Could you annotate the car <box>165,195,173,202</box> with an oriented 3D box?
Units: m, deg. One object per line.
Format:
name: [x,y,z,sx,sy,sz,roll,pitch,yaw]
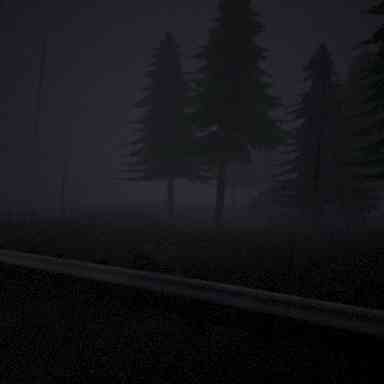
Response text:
car: [-5.966,1.633,84.223,1.882,1.535,5.008,0,0,-5]

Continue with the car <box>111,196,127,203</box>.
car: [-16.610,1.653,73.873,1.882,1.535,5.008,0,0,2]

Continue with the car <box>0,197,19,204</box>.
car: [-38.388,1.794,69.094,1.994,1.385,4.181,0,0,14]

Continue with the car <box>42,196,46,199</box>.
car: [-34.078,1.761,74.722,2.128,1.511,4.902,0,0,6]

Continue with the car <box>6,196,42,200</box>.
car: [-29.977,1.675,59.454,1.882,1.535,5.008,0,0,18]

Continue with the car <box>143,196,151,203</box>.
car: [-9.625,1.675,73.077,2.128,1.511,4.902,0,0,2]

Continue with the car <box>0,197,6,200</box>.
car: [-35.745,1.765,64.802,2.033,1.411,5.357,0,0,18]

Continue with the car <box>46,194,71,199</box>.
car: [-27.607,1.431,69.927,2.150,2.045,5.566,0,0,10]

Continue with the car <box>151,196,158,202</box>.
car: [-9.529,1.693,85.026,1.812,1.442,4.674,0,0,-5]

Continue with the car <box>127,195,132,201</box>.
car: [-16.737,1.698,87.743,1.837,1.490,4.892,0,0,-9]

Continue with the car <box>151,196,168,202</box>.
car: [-6.576,1.660,69.421,1.812,1.442,4.674,0,-1,7]
